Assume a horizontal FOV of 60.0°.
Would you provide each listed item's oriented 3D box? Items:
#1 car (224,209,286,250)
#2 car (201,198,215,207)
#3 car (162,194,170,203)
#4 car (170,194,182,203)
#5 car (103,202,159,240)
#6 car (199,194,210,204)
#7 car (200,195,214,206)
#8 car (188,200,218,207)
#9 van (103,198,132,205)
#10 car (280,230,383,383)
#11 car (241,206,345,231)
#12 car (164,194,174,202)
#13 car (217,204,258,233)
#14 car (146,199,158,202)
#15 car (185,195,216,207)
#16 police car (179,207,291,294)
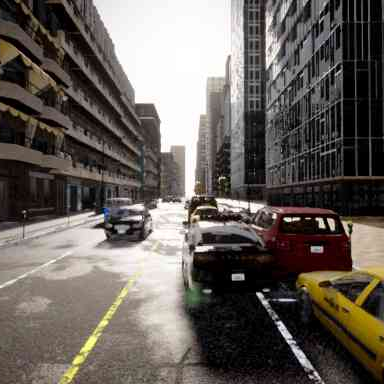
[{"bbox_3d":[2.668,1.574,15.067,1.947,1.339,4.313,1,0,0],"label":"car"},{"bbox_3d":[2.579,1.647,53.727,1.947,1.339,4.313,1,0,0],"label":"car"},{"bbox_3d":[-5.851,1.697,75.800,1.887,1.381,4.507,1,0,0],"label":"car"},{"bbox_3d":[-3.160,1.612,71.029,1.882,1.535,5.008,0,0,0],"label":"car"},{"bbox_3d":[-3.141,1.502,17.288,2.128,1.511,4.902,0,0,0],"label":"car"},{"bbox_3d":[2.544,1.447,70.297,2.192,1.841,5.009,1,0,0],"label":"car"},{"bbox_3d":[2.570,1.412,59.251,2.192,1.841,5.009,1,0,0],"label":"car"},{"bbox_3d":[0.810,1.468,19.086,1.801,1.575,5.366,0,0,0],"label":"car"},{"bbox_3d":[-5.734,1.362,26.096,1.690,1.788,3.998,1,0,0],"label":"van"},{"bbox_3d":[2.693,1.527,4.193,1.752,1.417,4.829,1,0,0],"label":"car"},{"bbox_3d":[2.684,1.320,9.545,2.192,1.841,5.009,1,0,0],"label":"car"},{"bbox_3d":[-5.874,1.513,86.847,2.192,1.841,5.009,1,0,0],"label":"car"},{"bbox_3d":[2.655,1.558,20.591,1.887,1.381,4.507,1,0,0],"label":"car"},{"bbox_3d":[-5.788,1.647,48.186,1.802,1.307,4.206,1,0,0],"label":"car"},{"bbox_3d":[0.772,1.241,24.948,2.150,2.045,5.566,0,0,-1],"label":"car"},{"bbox_3d":[0.718,1.429,8.957,1.930,1.638,5.238,0,0,-4],"label":"police car"}]
